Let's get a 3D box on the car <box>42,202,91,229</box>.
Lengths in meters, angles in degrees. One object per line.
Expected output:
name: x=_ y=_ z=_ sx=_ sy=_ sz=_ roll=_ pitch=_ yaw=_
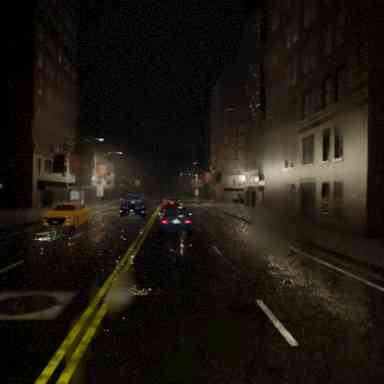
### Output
car: x=-7.800 y=1.409 z=21.055 sx=1.882 sy=1.535 sz=5.008 roll=1 pitch=0 yaw=-4

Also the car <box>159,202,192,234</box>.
car: x=-0.984 y=1.584 z=19.570 sx=2.033 sy=1.411 sz=5.357 roll=1 pitch=0 yaw=-4

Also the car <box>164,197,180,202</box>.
car: x=-2.557 y=1.429 z=42.468 sx=2.097 sy=1.767 sz=4.553 roll=1 pitch=0 yaw=-4

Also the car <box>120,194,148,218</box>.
car: x=-5.174 y=1.222 z=30.293 sx=2.150 sy=2.045 sz=5.566 roll=1 pitch=0 yaw=-4

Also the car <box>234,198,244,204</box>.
car: x=11.058 y=1.970 z=71.031 sx=4.313 sy=1.339 sz=1.947 roll=1 pitch=0 yaw=-4
